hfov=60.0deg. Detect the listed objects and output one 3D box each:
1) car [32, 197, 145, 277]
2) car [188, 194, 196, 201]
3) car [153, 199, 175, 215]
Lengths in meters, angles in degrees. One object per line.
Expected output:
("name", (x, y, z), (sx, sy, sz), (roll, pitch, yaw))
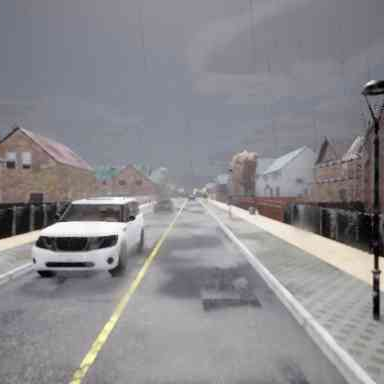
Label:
("car", (-2.841, 1.201, 10.513), (2.150, 2.045, 5.566), (0, 0, 0))
("car", (-0.026, 1.602, 89.619), (1.882, 1.535, 5.008), (0, 0, 0))
("car", (-2.795, 1.476, 34.175), (1.837, 1.490, 4.892), (0, -1, 1))
